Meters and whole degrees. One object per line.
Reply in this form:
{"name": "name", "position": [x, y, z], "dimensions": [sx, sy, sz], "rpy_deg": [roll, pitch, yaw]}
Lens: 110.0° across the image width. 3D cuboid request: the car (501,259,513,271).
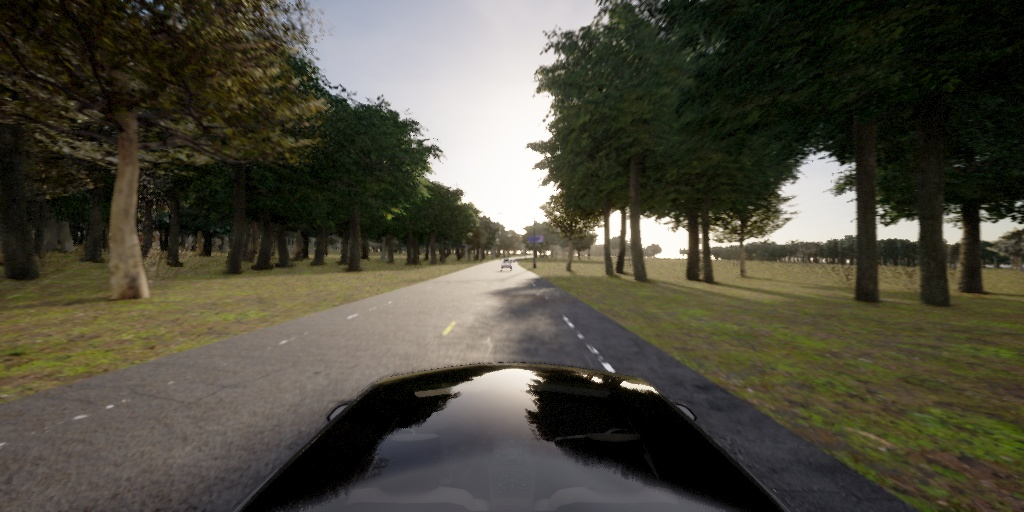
{"name": "car", "position": [-0.846, 1.501, 56.392], "dimensions": [1.895, 1.301, 4.718], "rpy_deg": [1, 0, -2]}
